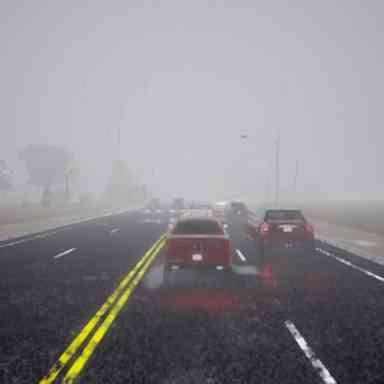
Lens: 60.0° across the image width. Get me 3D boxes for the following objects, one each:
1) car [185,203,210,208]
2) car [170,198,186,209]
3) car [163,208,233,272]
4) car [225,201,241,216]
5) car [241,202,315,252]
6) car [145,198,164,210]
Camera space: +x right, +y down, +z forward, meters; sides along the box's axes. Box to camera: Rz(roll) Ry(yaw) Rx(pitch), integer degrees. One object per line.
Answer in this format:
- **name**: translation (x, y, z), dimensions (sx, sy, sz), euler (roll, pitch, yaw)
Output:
- **car**: translation (0.709, 1.665, 27.978), dimensions (1.895, 1.301, 4.718), euler (0, 0, 3)
- **car**: translation (-1.778, 1.598, 45.305), dimensions (1.837, 1.490, 4.892), euler (0, 0, 4)
- **car**: translation (0.195, 1.504, 10.951), dimensions (1.882, 1.535, 5.008), euler (0, 0, 1)
- **car**: translation (4.086, 1.595, 30.567), dimensions (1.812, 1.442, 4.674), euler (0, 0, 3)
- **car**: translation (3.526, 1.388, 14.174), dimensions (2.097, 1.767, 4.553), euler (0, 0, 1)
- **car**: translation (-5.026, 1.620, 45.422), dimensions (1.812, 1.442, 4.674), euler (0, 0, 4)
